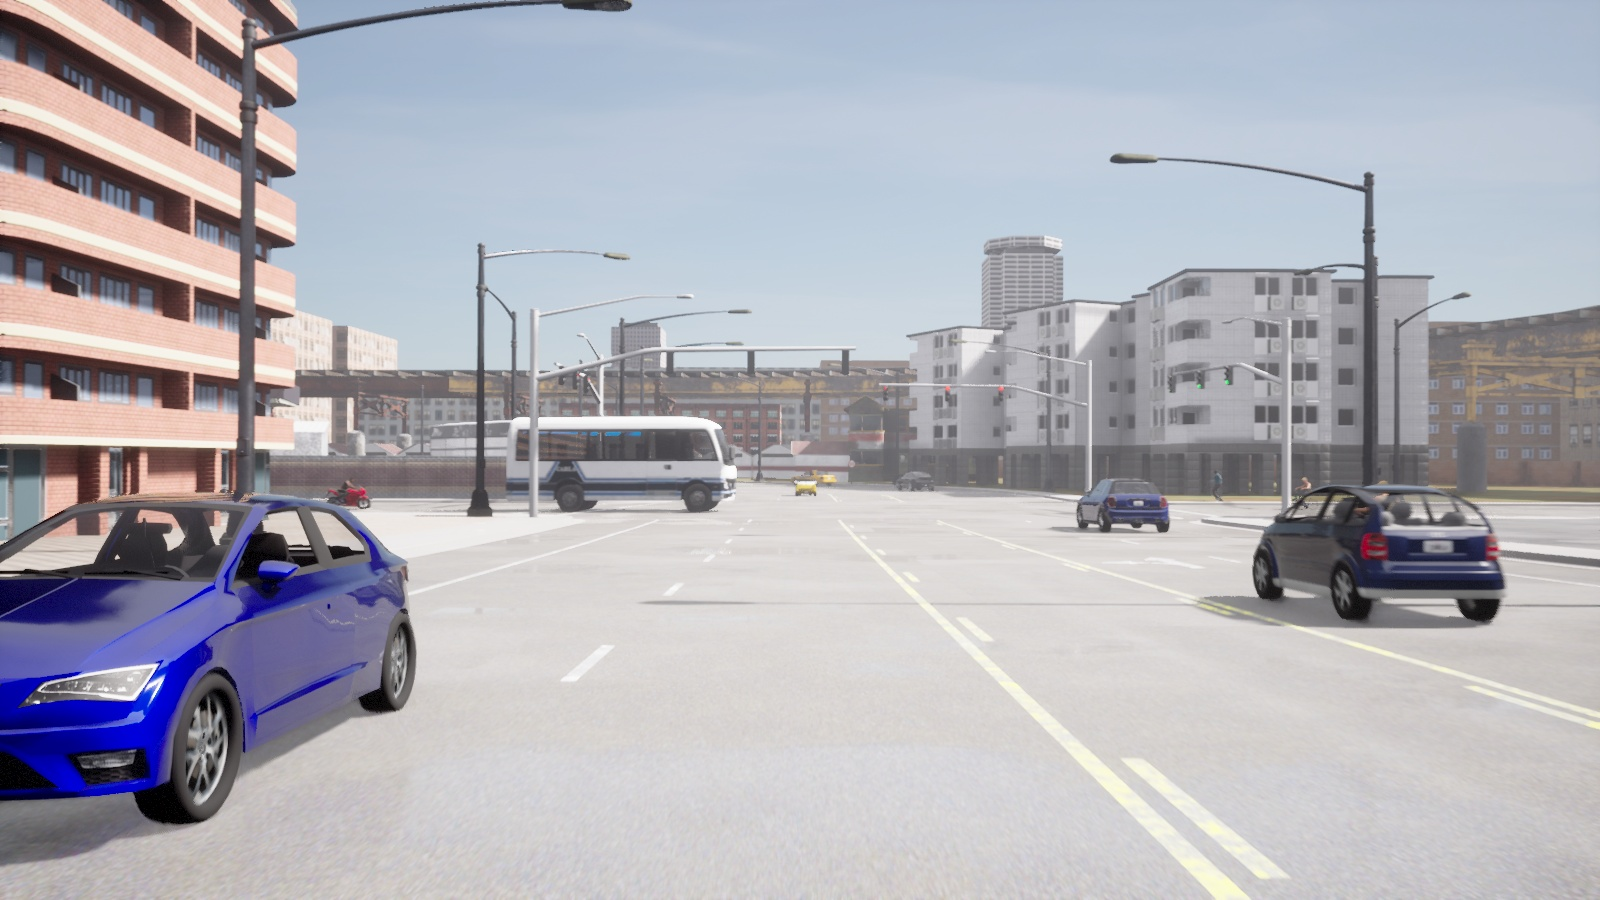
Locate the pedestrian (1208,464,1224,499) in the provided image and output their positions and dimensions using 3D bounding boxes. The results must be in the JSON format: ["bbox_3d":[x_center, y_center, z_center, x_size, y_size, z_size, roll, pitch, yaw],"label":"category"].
[{"bbox_3d":[23.045,1.739,69.557,0.692,1.930,0.396,0,0,-3],"label":"pedestrian"}]

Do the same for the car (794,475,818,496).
[{"bbox_3d":[0.401,2.330,82.423,1.481,1.376,2.207,0,-1,-2],"label":"car"}]

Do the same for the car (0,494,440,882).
[{"bbox_3d":[-3.516,1.006,7.014,1.816,1.474,4.193,0,-1,0],"label":"car"}]

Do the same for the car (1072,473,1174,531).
[{"bbox_3d":[10.404,1.632,40.814,2.097,1.767,4.553,0,-1,0],"label":"car"}]

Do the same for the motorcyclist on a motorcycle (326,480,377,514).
[{"bbox_3d":[-20.420,2.137,57.167,2.044,1.523,0.797,0,0,-1],"label":"motorcyclist on a motorcycle"}]

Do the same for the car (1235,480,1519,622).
[{"bbox_3d":[6.964,1.151,15.615,1.789,1.549,3.705,0,-1,0],"label":"car"}]

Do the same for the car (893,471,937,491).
[{"bbox_3d":[8.884,2.366,97.186,1.837,1.490,4.892,0,-1,-14],"label":"car"}]

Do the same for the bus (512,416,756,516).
[{"bbox_3d":[-7.316,0.702,56.536,10.273,4.253,3.944,-1,0,3],"label":"bus"}]
